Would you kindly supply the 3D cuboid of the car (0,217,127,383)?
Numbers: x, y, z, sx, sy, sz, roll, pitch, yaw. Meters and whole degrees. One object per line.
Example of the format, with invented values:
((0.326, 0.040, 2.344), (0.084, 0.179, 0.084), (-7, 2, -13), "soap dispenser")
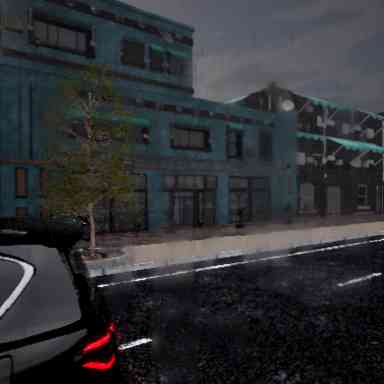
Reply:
((-3.067, 1.214, 1.499), (5.566, 2.045, 2.150), (0, 0, -35), "car")
